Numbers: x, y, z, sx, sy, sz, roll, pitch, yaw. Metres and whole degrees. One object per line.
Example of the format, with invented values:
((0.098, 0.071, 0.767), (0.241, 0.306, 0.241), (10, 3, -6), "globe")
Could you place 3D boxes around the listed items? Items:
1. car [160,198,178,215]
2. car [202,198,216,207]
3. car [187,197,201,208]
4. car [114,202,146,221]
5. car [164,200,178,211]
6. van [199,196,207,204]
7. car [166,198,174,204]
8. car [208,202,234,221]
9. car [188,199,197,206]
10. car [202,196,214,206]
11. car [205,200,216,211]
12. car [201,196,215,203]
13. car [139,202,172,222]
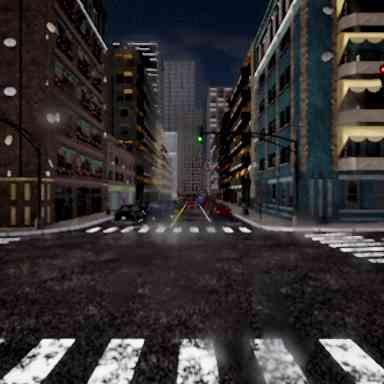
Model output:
((-3.056, 1.669, 38.851), (2.097, 1.767, 4.553), (0, 0, 0), "car")
((2.732, 1.924, 46.263), (1.887, 1.381, 4.507), (0, 0, 0), "car")
((0.062, 1.989, 59.984), (2.128, 1.511, 4.902), (0, 0, 0), "car")
((-5.667, 1.806, 29.714), (1.947, 1.339, 4.313), (0, 0, 0), "car")
((-3.038, 1.929, 49.060), (1.812, 1.442, 4.674), (0, 0, 0), "car")
((2.770, 2.057, 84.928), (1.690, 1.788, 3.998), (-1, -1, 0), "van")
((-5.609, 2.240, 84.778), (1.752, 1.417, 4.829), (0, -1, 0), "car")
((2.714, 1.822, 29.693), (1.802, 1.307, 4.206), (0, 0, 0), "car")
((0.073, 2.101, 69.158), (1.812, 1.442, 4.674), (0, -1, 0), "car")
((3.178, 1.781, 67.292), (2.150, 2.045, 5.566), (0, -1, 0), "car")
((2.720, 1.852, 35.217), (1.947, 1.339, 4.313), (0, 0, 0), "car")
((3.170, 1.728, 60.293), (2.150, 2.045, 5.566), (0, 0, 0), "car")
((-3.070, 1.834, 28.853), (1.895, 1.301, 4.718), (0, 0, 0), "car")
